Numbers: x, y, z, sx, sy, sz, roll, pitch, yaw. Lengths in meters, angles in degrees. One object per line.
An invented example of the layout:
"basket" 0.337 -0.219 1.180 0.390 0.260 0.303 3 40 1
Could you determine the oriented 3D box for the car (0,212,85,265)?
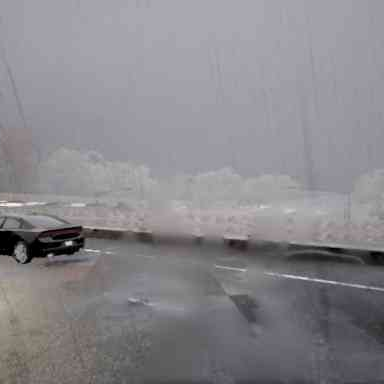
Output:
"car" -6.006 1.456 11.651 5.008 1.535 1.882 0 0 30
